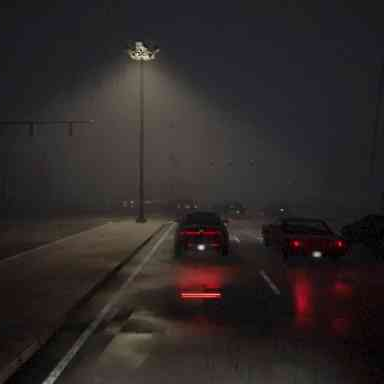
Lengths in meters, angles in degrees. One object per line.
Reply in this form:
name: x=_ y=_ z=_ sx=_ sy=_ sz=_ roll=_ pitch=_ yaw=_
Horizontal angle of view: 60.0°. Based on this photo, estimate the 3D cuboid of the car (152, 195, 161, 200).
car: x=-9.359 y=1.342 z=87.778 sx=1.895 sy=1.301 sz=4.718 roll=0 pitch=0 yaw=2

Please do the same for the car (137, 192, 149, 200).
car: x=-12.855 y=0.957 z=87.899 sx=2.150 sy=2.045 sz=5.566 roll=0 pitch=0 yaw=2

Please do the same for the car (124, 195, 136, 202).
car: x=-13.280 y=1.303 z=71.595 sx=1.812 sy=1.442 sz=4.674 roll=0 pitch=0 yaw=1

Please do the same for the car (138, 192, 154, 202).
car: x=-9.781 y=1.346 z=71.495 sx=1.994 sy=1.385 sz=4.181 roll=0 pitch=0 yaw=1

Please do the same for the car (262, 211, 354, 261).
car: x=3.849 y=1.588 z=12.276 sx=1.895 sy=1.301 sz=4.718 roll=0 pitch=0 yaw=2

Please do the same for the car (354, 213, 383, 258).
car: x=7.359 y=1.526 z=12.573 sx=1.812 sy=1.442 sz=4.674 roll=0 pitch=0 yaw=2

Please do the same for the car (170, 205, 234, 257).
car: x=0.363 y=1.476 z=12.806 sx=1.837 sy=1.490 sz=4.892 roll=0 pitch=0 yaw=2

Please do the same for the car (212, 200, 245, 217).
car: x=3.062 y=1.434 z=29.937 sx=2.128 sy=1.511 sz=4.902 roll=1 pitch=0 yaw=-18

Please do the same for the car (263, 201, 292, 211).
car: x=7.811 y=1.524 z=30.649 sx=1.994 sy=1.385 sz=4.181 roll=0 pitch=0 yaw=2

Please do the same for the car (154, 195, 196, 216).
car: x=-1.340 y=1.278 z=29.507 sx=2.097 sy=1.767 sz=4.553 roll=0 pitch=0 yaw=-27
